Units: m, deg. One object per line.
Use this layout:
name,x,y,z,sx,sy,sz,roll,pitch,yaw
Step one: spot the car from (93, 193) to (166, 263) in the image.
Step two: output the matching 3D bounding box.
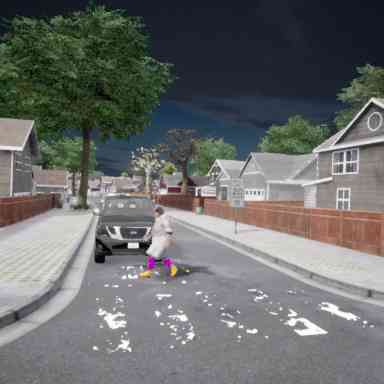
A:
car,-2.297,1.157,12.047,2.150,2.045,5.566,2,0,-14

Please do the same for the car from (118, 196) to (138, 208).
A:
car,-9.255,1.367,47.785,2.128,1.511,4.902,2,0,-18

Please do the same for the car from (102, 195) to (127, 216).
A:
car,-7.488,1.224,31.815,2.097,1.767,4.553,2,0,-16

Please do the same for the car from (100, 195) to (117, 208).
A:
car,-11.195,1.277,44.507,1.882,1.535,5.008,2,-1,-17

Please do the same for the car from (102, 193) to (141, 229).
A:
car,-4.833,1.132,22.096,2.150,2.045,5.566,2,0,-15

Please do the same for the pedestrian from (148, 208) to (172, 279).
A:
pedestrian,-0.827,1.255,8.504,0.375,1.860,0.375,1,1,-14
